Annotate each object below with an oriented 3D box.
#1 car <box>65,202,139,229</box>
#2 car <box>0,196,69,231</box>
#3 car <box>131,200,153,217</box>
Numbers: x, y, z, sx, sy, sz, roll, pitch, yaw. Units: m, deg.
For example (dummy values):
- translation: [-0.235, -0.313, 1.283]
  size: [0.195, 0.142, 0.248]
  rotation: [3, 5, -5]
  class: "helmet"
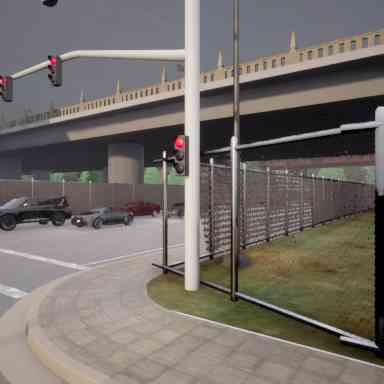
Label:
- translation: [-5.897, 1.619, 22.254]
  size: [1.994, 1.385, 4.181]
  rotation: [0, 0, 35]
  class: "car"
- translation: [-10.616, 1.277, 21.658]
  size: [2.150, 2.045, 5.566]
  rotation: [0, 0, 36]
  class: "car"
- translation: [-4.941, 1.533, 29.660]
  size: [1.882, 1.535, 5.008]
  rotation: [0, 0, 35]
  class: "car"
